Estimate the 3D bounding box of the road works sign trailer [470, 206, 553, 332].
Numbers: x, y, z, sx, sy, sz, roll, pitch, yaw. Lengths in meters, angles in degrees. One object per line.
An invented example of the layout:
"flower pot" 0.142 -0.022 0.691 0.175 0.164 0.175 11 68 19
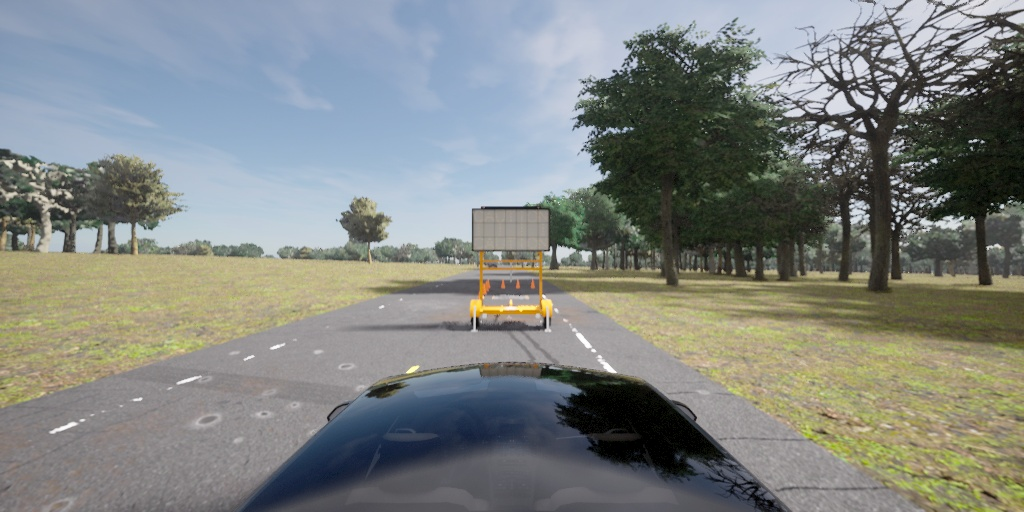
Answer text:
"road works sign trailer" -0.029 0.271 11.100 2.380 3.560 2.880 0 0 0
